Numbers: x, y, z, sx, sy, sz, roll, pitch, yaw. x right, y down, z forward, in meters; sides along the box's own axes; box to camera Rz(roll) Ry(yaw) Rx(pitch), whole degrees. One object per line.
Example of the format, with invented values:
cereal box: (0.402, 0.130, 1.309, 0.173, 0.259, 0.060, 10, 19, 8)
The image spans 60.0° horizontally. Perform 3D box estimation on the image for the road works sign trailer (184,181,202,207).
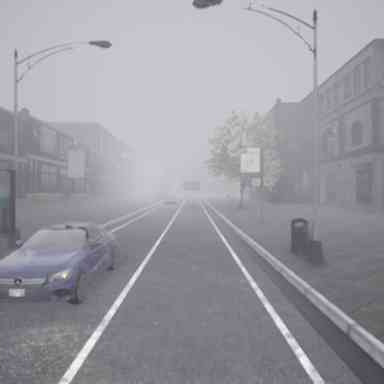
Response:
road works sign trailer: (-0.005, 0.213, 47.140, 2.380, 3.560, 2.880, 0, 1, 0)

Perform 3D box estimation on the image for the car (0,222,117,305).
car: (-3.104, 1.524, 8.225, 1.812, 1.442, 4.674, 0, 0, 0)

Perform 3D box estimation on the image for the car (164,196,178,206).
car: (-3.099, 1.269, 49.471, 2.033, 1.411, 5.357, 0, 1, 0)
